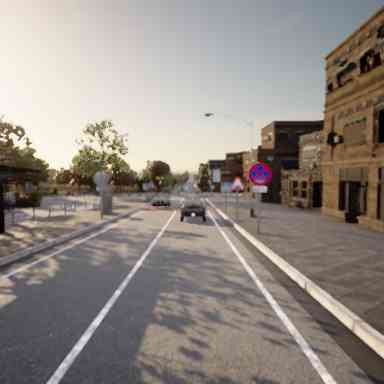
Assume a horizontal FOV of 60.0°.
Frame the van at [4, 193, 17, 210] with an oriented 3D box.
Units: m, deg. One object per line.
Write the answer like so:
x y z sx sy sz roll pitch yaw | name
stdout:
-22.028 1.124 37.353 4.442 1.987 1.878 0 0 0 | van

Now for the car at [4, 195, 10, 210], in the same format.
-22.169 1.388 34.580 4.792 1.488 2.163 0 0 0 | car

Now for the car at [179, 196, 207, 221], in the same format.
0.086 1.317 25.608 1.837 1.490 4.892 0 0 0 | car

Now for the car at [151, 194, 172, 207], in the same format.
-3.344 0.947 37.251 1.994 1.385 4.181 0 0 0 | car
